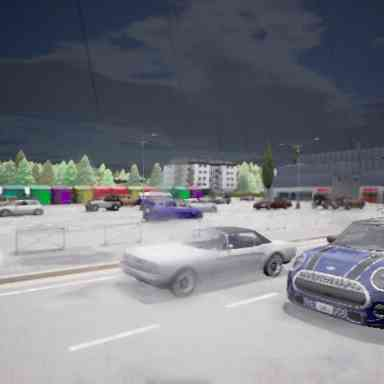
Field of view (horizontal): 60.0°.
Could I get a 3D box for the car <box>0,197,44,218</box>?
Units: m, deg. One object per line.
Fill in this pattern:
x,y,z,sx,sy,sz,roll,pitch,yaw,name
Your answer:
-14.980,1.455,28.862,3.806,1.475,1.970,0,0,-36,car

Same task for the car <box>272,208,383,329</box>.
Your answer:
4.049,1.354,6.909,4.553,1.767,2.097,0,0,-36,car

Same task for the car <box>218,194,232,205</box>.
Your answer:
5.016,1.214,56.841,3.866,1.878,1.905,0,0,-36,car

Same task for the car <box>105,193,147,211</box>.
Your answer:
-9.231,1.224,46.643,4.605,1.855,1.932,0,0,-36,car

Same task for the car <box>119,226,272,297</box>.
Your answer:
0.570,1.611,8.718,4.718,1.301,1.895,0,0,-36,car

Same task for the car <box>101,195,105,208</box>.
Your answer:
-10.861,1.440,49.037,3.905,1.438,1.784,0,0,-36,car

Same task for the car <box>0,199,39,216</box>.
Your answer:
-16.661,1.430,31.218,3.905,1.438,1.784,0,0,-36,car

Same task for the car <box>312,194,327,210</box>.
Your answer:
16.449,1.176,40.892,3.866,1.878,1.905,0,0,-36,car

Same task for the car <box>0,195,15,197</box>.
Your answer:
-18.262,1.224,33.373,4.605,1.855,1.932,0,0,-36,car

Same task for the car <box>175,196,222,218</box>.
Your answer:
0.663,1.433,32.943,3.806,1.475,1.970,0,0,-36,car

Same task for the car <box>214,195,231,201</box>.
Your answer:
8.387,1.569,90.829,1.882,1.535,5.008,0,0,-34,car

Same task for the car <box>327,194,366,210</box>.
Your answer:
18.087,1.168,38.505,4.605,1.855,1.932,0,0,-36,car

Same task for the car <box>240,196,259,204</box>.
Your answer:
13.899,1.625,82.675,1.994,1.385,4.181,0,0,-34,car

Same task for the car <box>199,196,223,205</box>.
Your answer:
3.343,1.459,59.203,3.806,1.475,1.970,0,0,-36,car
